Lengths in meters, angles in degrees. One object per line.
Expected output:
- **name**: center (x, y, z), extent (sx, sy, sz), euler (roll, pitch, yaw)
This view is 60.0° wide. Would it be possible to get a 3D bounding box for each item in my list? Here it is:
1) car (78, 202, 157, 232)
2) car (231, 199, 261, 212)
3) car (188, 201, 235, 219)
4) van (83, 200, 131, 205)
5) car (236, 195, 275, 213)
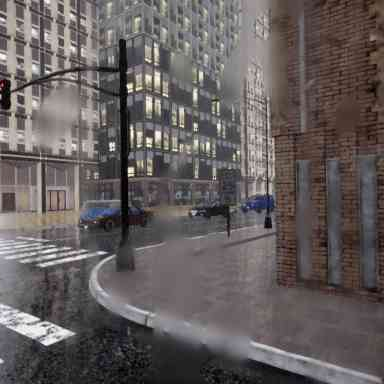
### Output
- **car**: center (-4.513, 1.614, 21.164), extent (2.033, 1.411, 5.357), euler (-1, -1, 36)
- **car**: center (6.805, 1.689, 41.408), extent (1.752, 1.417, 4.829), euler (-2, -1, 36)
- **car**: center (1.570, 1.578, 29.651), extent (2.128, 1.511, 4.902), euler (-1, -1, 36)
- **van**: center (-6.030, 1.460, 23.499), extent (1.690, 1.788, 3.998), euler (-2, -1, 36)
- **car**: center (7.662, 1.329, 38.145), extent (2.150, 2.045, 5.566), euler (-1, -1, 36)
